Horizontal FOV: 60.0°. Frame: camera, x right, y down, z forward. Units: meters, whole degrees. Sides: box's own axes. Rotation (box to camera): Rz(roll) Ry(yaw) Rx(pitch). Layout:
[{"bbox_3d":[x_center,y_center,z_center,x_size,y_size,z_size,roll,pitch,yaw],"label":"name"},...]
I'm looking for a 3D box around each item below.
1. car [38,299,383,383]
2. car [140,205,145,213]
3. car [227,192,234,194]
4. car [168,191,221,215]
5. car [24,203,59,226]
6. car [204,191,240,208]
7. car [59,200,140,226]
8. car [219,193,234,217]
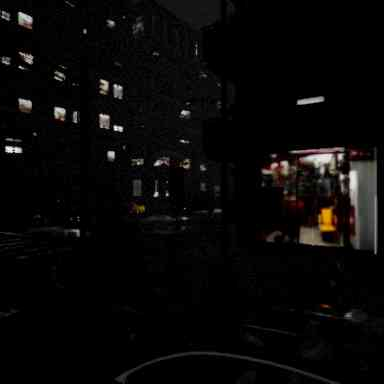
[{"bbox_3d":[0.599,1.555,2.445,4.403,1.369,2.008,0,0,35],"label":"car"},{"bbox_3d":[-5.877,1.337,26.881,1.752,1.417,4.829,1,1,35],"label":"car"},{"bbox_3d":[5.860,1.060,39.167,2.128,1.511,4.902,0,1,35],"label":"car"},{"bbox_3d":[0.095,0.929,30.933,2.150,2.045,5.566,0,1,35],"label":"car"},{"bbox_3d":[-8.966,1.438,22.455,2.008,1.369,4.403,1,1,35],"label":"car"},{"bbox_3d":[3.780,0.895,40.713,2.192,1.841,5.009,1,1,35],"label":"car"},{"bbox_3d":[-6.016,1.360,22.226,1.837,1.490,4.892,0,1,33],"label":"car"},{"bbox_3d":[4.260,1.137,26.760,1.967,1.590,4.097,1,1,35],"label":"car"}]
